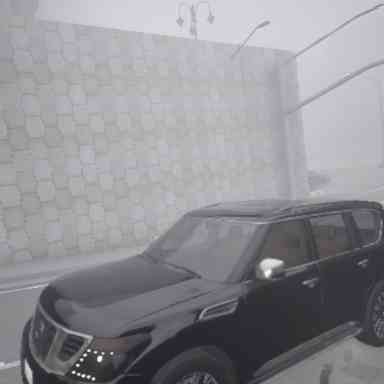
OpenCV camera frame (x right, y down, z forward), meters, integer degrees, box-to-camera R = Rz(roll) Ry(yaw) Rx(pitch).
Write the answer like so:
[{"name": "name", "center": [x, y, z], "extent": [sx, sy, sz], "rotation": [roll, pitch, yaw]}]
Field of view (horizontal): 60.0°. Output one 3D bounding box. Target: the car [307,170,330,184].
[{"name": "car", "center": [10.714, -1.340, 31.786], "extent": [1.837, 1.490, 4.892], "rotation": [-11, 6, -34]}]

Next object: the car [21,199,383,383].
[{"name": "car", "center": [0.793, 1.176, 4.555], "extent": [5.566, 2.045, 2.150], "rotation": [-2, 1, -35]}]

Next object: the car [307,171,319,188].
[{"name": "car", "center": [8.045, -0.735, 29.580], "extent": [2.033, 1.411, 5.357], "rotation": [-11, 7, -35]}]

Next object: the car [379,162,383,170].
[{"name": "car", "center": [21.920, -3.069, 34.221], "extent": [2.128, 1.511, 4.902], "rotation": [-11, 6, -35]}]
